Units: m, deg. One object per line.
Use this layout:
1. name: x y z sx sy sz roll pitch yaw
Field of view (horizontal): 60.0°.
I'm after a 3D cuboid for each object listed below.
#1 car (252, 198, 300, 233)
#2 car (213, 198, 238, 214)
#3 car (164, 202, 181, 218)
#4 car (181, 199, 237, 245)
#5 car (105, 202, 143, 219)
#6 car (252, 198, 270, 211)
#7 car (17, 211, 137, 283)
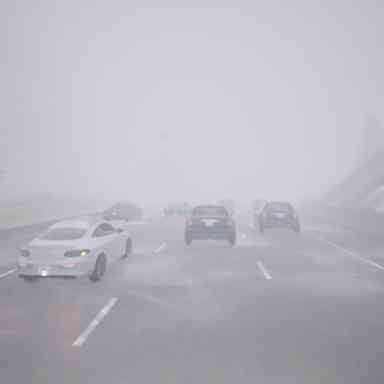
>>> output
1. car: 4.806 1.278 19.407 2.097 1.767 4.553 0 0 6
2. car: 3.590 1.407 34.794 2.033 1.411 5.357 0 0 11
3. car: -1.008 1.478 28.808 1.895 1.301 4.718 0 0 9
4. car: 0.895 1.288 15.435 2.097 1.767 4.553 0 0 5
5. car: -5.083 1.451 24.975 1.994 1.385 4.181 0 0 8
6. car: 8.059 1.413 38.875 1.994 1.385 4.181 0 0 12
7. car: -3.055 1.481 9.450 1.812 1.442 4.674 0 0 3
